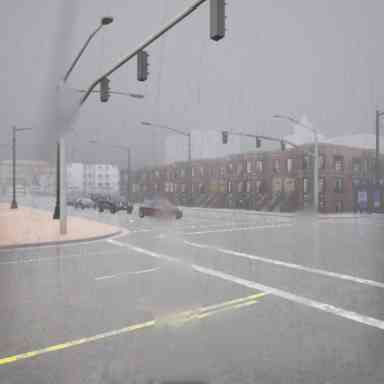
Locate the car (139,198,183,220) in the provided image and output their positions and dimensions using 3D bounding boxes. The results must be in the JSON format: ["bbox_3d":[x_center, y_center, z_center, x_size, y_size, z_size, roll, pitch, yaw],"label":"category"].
[{"bbox_3d":[-2.720,1.352,28.259,2.097,1.767,4.553,0,0,-35],"label":"car"}]

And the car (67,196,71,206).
[{"bbox_3d":[-20.027,1.564,52.421,1.994,1.385,4.181,0,0,-35],"label":"car"}]

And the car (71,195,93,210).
[{"bbox_3d":[-14.225,1.526,44.293,1.812,1.442,4.674,0,0,-35],"label":"car"}]

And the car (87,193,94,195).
[{"bbox_3d":[-15.589,1.222,52.499,2.150,2.045,5.566,0,0,-36],"label":"car"}]

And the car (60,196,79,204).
[{"bbox_3d":[-23.415,1.547,63.394,2.033,1.411,5.357,0,0,-36],"label":"car"}]

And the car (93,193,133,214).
[{"bbox_3d":[-8.434,1.221,36.198,2.150,2.045,5.566,0,0,-36],"label":"car"}]
